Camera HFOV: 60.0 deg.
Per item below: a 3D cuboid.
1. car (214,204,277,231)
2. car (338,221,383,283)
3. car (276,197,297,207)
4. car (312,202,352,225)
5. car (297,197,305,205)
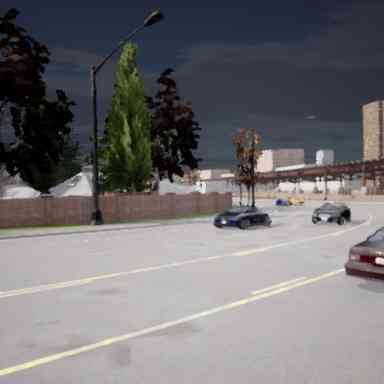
[{"bbox_3d":[3.235,1.587,21.018,1.994,1.385,4.181,0,0,43],"label":"car"},{"bbox_3d":[5.961,1.515,8.763,5.357,1.411,2.033,0,0,-41],"label":"car"},{"bbox_3d":[16.405,1.826,59.431,1.812,1.442,4.674,-1,-1,-6],"label":"car"},{"bbox_3d":[9.985,1.484,23.525,2.128,1.511,4.902,-1,0,36],"label":"car"},{"bbox_3d":[19.543,1.728,62.664,1.882,1.535,5.008,-1,-1,-7],"label":"car"}]
